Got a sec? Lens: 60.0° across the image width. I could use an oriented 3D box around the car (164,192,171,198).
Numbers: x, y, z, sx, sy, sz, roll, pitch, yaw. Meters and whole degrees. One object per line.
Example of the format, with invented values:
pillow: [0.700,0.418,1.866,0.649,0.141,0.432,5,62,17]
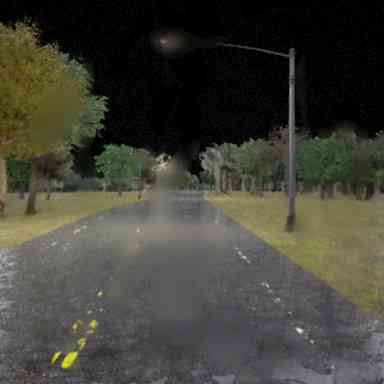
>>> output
car: [-6.765,0.822,92.133,1.837,1.490,4.892,0,1,1]
